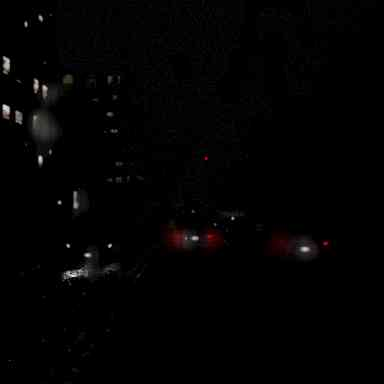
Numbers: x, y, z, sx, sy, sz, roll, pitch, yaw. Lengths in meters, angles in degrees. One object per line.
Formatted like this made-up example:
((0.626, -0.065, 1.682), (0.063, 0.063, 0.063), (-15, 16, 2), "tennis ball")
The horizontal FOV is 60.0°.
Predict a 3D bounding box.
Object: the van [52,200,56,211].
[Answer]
((-22.736, 2.122, 50.558), (3.998, 1.788, 1.690), (-1, 0, -1), "van")

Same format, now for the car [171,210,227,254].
((0.098, 1.691, 14.118), (2.033, 1.411, 5.357), (0, -1, 0), "car")

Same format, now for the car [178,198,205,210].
((0.092, 1.656, 29.668), (2.097, 1.767, 4.553), (0, -1, 0), "car")

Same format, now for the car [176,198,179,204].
((-3.260, 2.478, 89.806), (2.128, 1.511, 4.902), (0, -1, 0), "car")

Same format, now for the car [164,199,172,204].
((-6.510, 2.547, 89.775), (1.895, 1.301, 4.718), (0, -1, 0), "car")

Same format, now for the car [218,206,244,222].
((3.343, 1.901, 29.365), (1.895, 1.301, 4.718), (0, -1, 0), "car")

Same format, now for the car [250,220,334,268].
((3.341, 1.684, 11.829), (1.994, 1.385, 4.181), (0, -1, 0), "car")

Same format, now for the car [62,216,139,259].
((-3.352, 1.683, 13.371), (2.033, 1.411, 5.357), (0, -1, 0), "car")
